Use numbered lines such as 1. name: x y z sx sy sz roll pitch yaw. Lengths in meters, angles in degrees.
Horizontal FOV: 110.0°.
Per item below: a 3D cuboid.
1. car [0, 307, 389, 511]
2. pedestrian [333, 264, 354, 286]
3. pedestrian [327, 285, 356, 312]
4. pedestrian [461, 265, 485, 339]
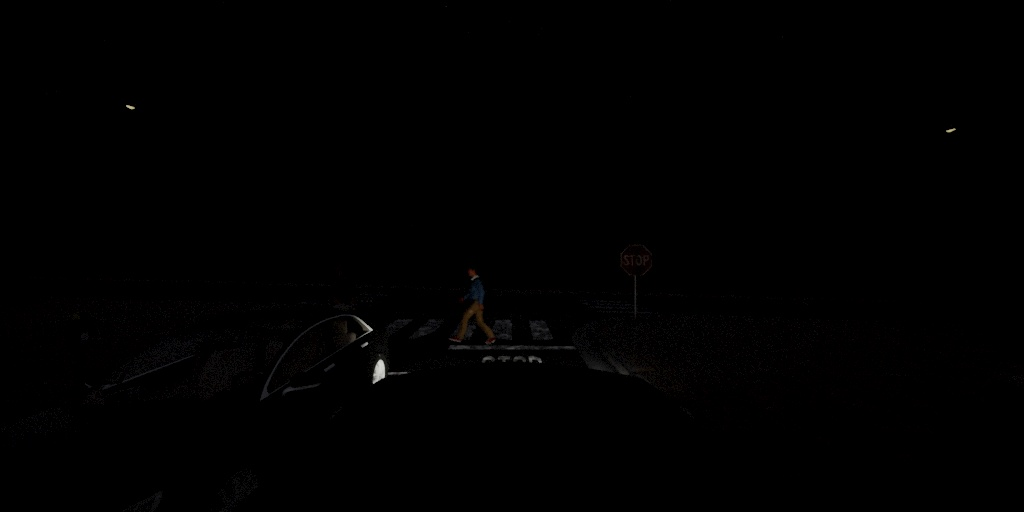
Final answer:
1. car: -2.638 1.301 3.673 2.007 1.370 4.403 0 0 0
2. pedestrian: -4.067 1.043 8.614 0.375 1.860 0.375 1 -1 0
3. pedestrian: -3.492 1.325 7.412 0.375 1.300 0.375 1 -1 0
4. pedestrian: -0.863 1.045 8.016 0.375 1.860 0.375 1 -1 0
